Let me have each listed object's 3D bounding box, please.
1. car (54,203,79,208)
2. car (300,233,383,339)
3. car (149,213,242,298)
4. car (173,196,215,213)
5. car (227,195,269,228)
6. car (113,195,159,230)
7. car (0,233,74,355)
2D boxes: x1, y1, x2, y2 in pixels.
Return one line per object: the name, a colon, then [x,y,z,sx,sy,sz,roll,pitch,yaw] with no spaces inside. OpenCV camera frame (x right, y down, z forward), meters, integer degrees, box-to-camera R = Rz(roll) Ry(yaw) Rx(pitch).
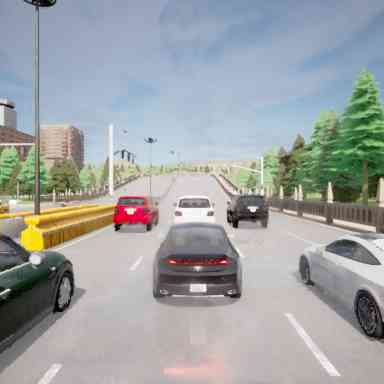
car: [-10.476,1.600,27.713,1.895,1.301,4.718,0,0,0]
car: [3.604,1.525,6.443,1.812,1.442,4.674,0,0,0]
car: [0.112,1.505,8.489,1.837,1.490,4.892,0,0,0]
car: [0.122,1.221,18.785,2.150,2.045,5.566,0,0,0]
car: [3.626,1.215,22.395,2.150,2.045,5.566,0,-1,0]
car: [-3.378,1.220,20.933,2.150,2.045,5.566,0,0,0]
car: [-3.392,1.351,4.783,2.097,1.767,4.553,0,0,0]
